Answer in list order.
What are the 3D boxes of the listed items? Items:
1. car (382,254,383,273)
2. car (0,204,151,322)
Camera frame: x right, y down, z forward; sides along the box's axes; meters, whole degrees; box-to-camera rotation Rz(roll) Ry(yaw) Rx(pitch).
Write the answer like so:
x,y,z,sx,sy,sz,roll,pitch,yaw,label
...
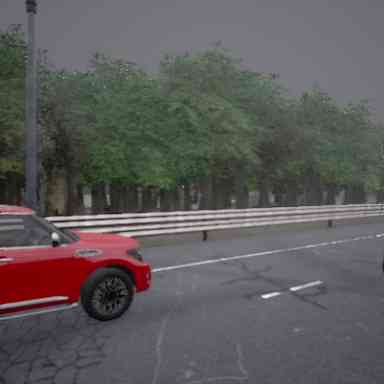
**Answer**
x,y,z,sx,sy,sz,roll,pitch,yaw,label
7.035,1.356,8.769,4.553,1.767,2.097,0,0,-36,car
-3.449,1.195,5.602,5.566,2.045,2.150,0,0,-36,car
